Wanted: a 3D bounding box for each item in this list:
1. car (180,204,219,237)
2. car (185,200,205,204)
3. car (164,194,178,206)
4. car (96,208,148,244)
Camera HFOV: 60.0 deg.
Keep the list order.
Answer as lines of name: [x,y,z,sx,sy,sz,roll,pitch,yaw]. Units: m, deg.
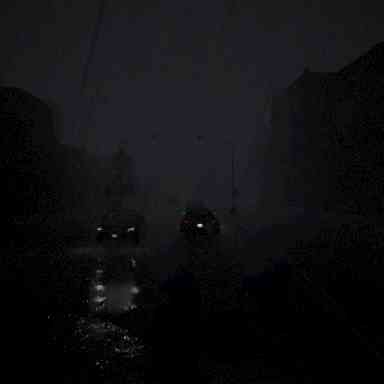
car: [0.389,1.591,18.101,1.994,1.385,4.181,0,0,0]
car: [0.294,1.528,34.732,1.882,1.535,5.008,0,0,0]
car: [-3.532,1.289,57.057,2.150,2.045,5.566,0,0,0]
car: [-3.234,1.543,16.051,1.812,1.442,4.674,0,0,-1]
